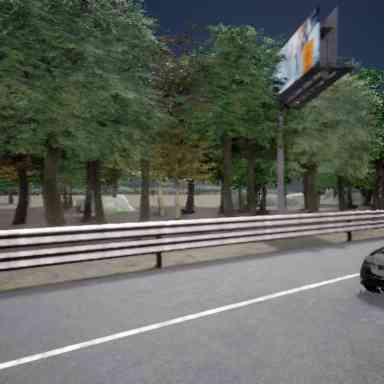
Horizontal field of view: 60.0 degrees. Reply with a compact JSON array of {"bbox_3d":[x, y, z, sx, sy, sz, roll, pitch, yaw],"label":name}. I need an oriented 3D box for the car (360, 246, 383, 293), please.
[{"bbox_3d":[5.772,1.587,7.681,4.181,1.385,1.994,0,0,-34],"label":"car"}]
